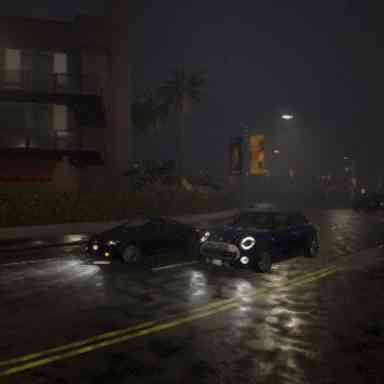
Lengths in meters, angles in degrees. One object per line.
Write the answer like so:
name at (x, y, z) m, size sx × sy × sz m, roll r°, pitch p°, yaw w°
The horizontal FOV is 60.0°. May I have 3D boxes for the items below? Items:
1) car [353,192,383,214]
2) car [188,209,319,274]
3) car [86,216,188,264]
car at (19.491, 1.320, 36.235) m, size 2.150 × 2.045 × 5.566 m, roll 0°, pitch 0°, yaw 7°
car at (2.295, 1.385, 10.925) m, size 4.553 × 1.767 × 2.097 m, roll 0°, pitch 0°, yaw -45°
car at (-1.628, 1.603, 12.068) m, size 4.181 × 1.385 × 1.994 m, roll 0°, pitch 0°, yaw -42°
